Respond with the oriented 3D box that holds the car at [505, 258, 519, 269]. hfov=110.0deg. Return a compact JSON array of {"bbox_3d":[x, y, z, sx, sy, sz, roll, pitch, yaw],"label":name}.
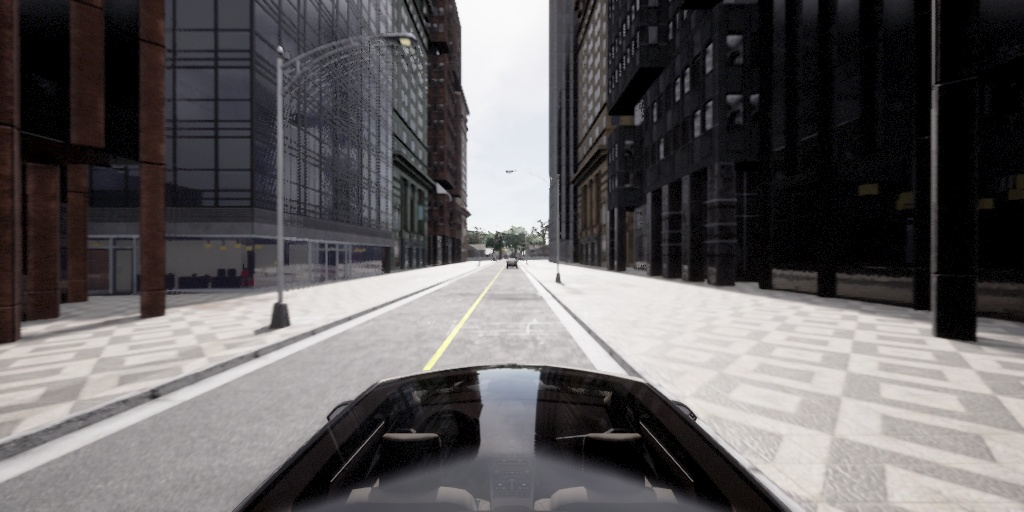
[{"bbox_3d":[-0.003,1.215,56.697,1.837,1.490,4.892,0,0,0],"label":"car"}]
